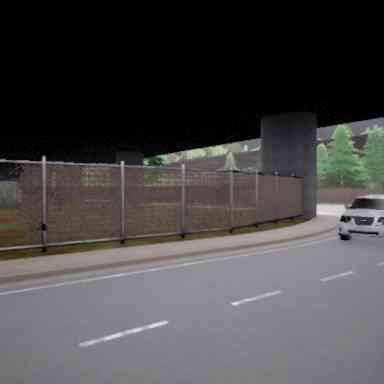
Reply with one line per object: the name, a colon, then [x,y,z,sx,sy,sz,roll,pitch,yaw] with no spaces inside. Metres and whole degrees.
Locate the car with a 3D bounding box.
car: [8.720,1.148,15.655,2.150,2.045,5.566,0,1,40]
